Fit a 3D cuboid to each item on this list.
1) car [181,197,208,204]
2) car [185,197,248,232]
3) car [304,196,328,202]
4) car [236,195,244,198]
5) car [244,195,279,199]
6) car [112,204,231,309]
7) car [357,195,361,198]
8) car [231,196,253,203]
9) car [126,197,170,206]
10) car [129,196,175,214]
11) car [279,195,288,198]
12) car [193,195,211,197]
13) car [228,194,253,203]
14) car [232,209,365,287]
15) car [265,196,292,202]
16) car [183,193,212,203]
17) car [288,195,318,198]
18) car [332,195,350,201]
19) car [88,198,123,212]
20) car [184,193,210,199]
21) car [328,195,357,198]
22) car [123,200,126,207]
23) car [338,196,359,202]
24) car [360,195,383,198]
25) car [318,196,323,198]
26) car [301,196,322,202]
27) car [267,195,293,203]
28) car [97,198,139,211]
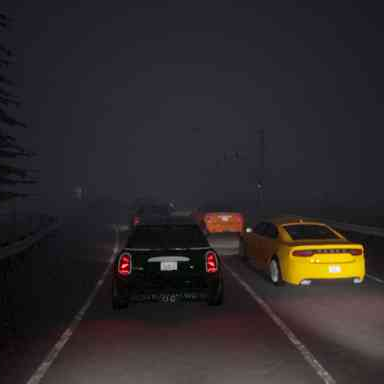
[{"bbox_3d":[0.514,1.581,63.404,4.718,1.301,1.895,0,0,-19],"label":"car"},{"bbox_3d":[1.203,1.346,18.342,2.097,1.767,4.553,0,0,-12],"label":"car"},{"bbox_3d":[27.009,1.502,72.402,4.674,1.442,1.812,0,0,-19],"label":"car"},{"bbox_3d":[10.786,1.333,63.195,4.553,1.767,2.097,0,0,-19],"label":"car"},{"bbox_3d":[12.503,1.473,60.096,4.902,1.511,2.128,0,0,-19],"label":"car"},{"bbox_3d":[-0.631,1.349,8.095,2.097,1.767,4.553,0,0,-6],"label":"car"},{"bbox_3d":[36.690,1.503,73.008,4.902,1.511,2.128,0,0,-25],"label":"car"},{"bbox_3d":[10.562,1.531,70.436,4.181,1.385,1.994,0,0,-19],"label":"car"},{"bbox_3d":[-2.111,1.347,16.902,2.097,1.767,4.553,0,0,-12],"label":"car"},{"bbox_3d":[-4.275,1.345,35.677,4.553,1.767,2.097,0,0,-19],"label":"car"},{"bbox_3d":[19.078,1.332,65.965,4.553,1.767,2.097,0,0,-18],"label":"car"},{"bbox_3d":[3.075,1.583,56.889,4.718,1.301,1.895,0,0,-19],"label":"car"},{"bbox_3d":[9.730,1.332,66.501,4.553,1.767,2.097,0,0,-18],"label":"car"},{"bbox_3d":[2.730,1.475,9.456,1.882,1.535,5.008,0,0,-6],"label":"car"},{"bbox_3d":[19.059,1.518,73.337,5.357,1.411,2.033,0,0,-19],"label":"car"},{"bbox_3d":[1.156,1.201,67.276,5.566,2.045,2.150,0,0,-18],"label":"car"},{"bbox_3d":[20.954,1.545,62.950,4.181,1.385,1.994,0,0,-19],"label":"car"},{"bbox_3d":[36.278,1.528,80.887,4.181,1.385,1.994,0,0,-29],"label":"car"},{"bbox_3d":[-9.240,1.499,37.681,4.892,1.490,1.837,0,0,-19],"label":"car"},{"bbox_3d":[1.336,1.486,59.991,4.892,1.490,1.837,0,0,-19],"label":"car"},{"bbox_3d":[29.284,1.506,65.787,4.902,1.511,2.128,0,0,-19],"label":"car"},{"bbox_3d":[-3.935,1.347,32.096,4.553,1.767,2.097,0,0,-19],"label":"car"},{"bbox_3d":[36.149,1.572,76.718,4.718,1.301,1.895,0,0,-29],"label":"car"},{"bbox_3d":[38.651,1.519,70.075,5.357,1.411,2.033,0,0,-29],"label":"car"},{"bbox_3d":[27.321,1.504,68.797,4.674,1.442,1.812,0,0,-19],"label":"car"},{"bbox_3d":[27.459,1.530,76.347,4.181,1.385,1.994,0,0,-21],"label":"car"},{"bbox_3d":[18.350,1.504,69.396,4.902,1.511,2.128,0,0,-19],"label":"car"},{"bbox_3d":[-9.230,1.483,41.383,4.902,1.511,2.128,0,0,-19],"label":"car"}]
